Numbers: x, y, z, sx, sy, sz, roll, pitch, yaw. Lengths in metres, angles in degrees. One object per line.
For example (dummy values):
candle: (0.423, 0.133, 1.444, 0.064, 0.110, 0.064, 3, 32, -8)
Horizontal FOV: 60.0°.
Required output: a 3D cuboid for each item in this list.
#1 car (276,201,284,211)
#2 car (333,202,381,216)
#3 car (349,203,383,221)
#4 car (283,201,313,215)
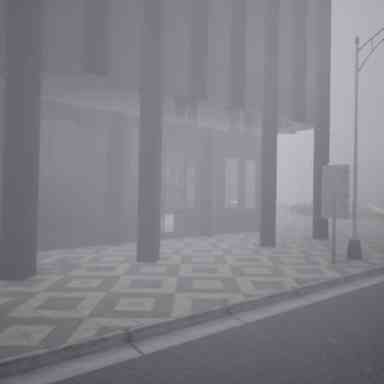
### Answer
car: (12.220, 1.870, 46.327, 1.887, 1.381, 4.507, 2, -1, -36)
car: (18.523, 1.896, 37.560, 2.008, 1.369, 4.403, 2, -1, -36)
car: (14.838, 1.681, 28.086, 1.752, 1.417, 4.829, 2, -1, -36)
car: (11.645, 1.688, 32.527, 1.887, 1.381, 4.507, 2, -1, -36)
